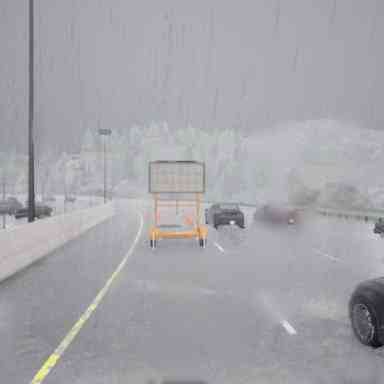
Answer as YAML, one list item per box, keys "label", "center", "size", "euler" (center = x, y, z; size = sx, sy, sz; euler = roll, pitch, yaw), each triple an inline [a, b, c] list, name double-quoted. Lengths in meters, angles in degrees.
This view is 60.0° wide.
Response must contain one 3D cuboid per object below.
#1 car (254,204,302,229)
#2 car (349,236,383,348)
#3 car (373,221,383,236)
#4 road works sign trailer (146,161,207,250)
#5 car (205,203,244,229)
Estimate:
- label: "car"
  center: [5.516, 1.515, 21.664]
  size: [1.812, 1.442, 4.674]
  euler: [0, 0, -7]
- label: "car"
  center: [3.425, 1.524, 3.338]
  size: [1.812, 1.442, 4.674]
  euler: [0, 0, -1]
- label: "car"
  center: [9.899, 1.540, 13.709]
  size: [2.033, 1.411, 5.357]
  euler: [0, 0, -5]
- label: "road works sign trailer"
  center: [-0.659, 0.457, 14.396]
  size: [2.380, 3.560, 2.880]
  euler: [0, 0, -7]
- label: "car"
  center: [2.017, 1.494, 21.585]
  size: [1.837, 1.490, 4.892]
  euler: [0, 0, -7]
